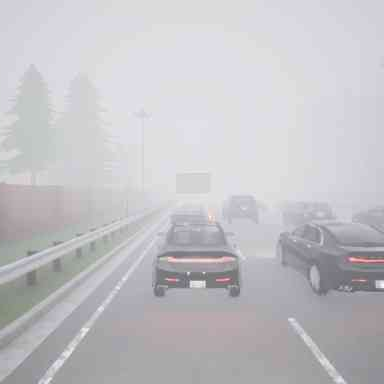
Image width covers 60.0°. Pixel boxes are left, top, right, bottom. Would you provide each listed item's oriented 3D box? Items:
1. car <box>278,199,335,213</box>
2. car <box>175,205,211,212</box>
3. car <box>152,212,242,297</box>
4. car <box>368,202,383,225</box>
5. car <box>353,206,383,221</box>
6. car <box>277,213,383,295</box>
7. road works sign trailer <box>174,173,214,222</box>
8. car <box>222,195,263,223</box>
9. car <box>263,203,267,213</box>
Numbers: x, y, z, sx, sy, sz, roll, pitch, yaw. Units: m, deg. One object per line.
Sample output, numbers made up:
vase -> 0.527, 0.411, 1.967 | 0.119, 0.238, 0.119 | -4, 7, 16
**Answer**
car -> 7.112, 1.352, 20.523 | 2.097, 1.767, 4.553 | 0, 0, 0
car -> -0.016, 1.474, 19.019 | 1.882, 1.535, 5.008 | 0, 0, 6
car -> 0.105, 1.491, 8.572 | 2.128, 1.511, 4.902 | 0, 0, 0
car -> 14.114, 1.506, 22.520 | 1.837, 1.490, 4.892 | 0, 0, 0
car -> 10.609, 1.492, 18.234 | 2.128, 1.511, 4.902 | 0, 0, 0
car -> 3.605, 1.503, 8.689 | 1.837, 1.490, 4.892 | 0, 0, 0
road works sign trailer -> 0.076, 0.464, 22.937 | 2.380, 3.560, 2.880 | 0, 0, 0
car -> 3.617, 1.225, 25.516 | 2.150, 2.045, 5.566 | 0, 0, 0
car -> 7.119, 1.525, 37.516 | 1.812, 1.442, 4.674 | 0, 0, 0
